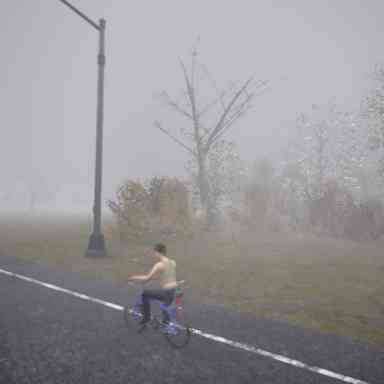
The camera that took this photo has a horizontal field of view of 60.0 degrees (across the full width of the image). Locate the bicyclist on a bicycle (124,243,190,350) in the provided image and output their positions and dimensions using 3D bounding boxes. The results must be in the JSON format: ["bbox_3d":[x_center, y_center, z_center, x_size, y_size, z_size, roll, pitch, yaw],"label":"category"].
[{"bbox_3d":[-0.610,1.654,5.525,1.509,1.612,0.866,-1,-3,38],"label":"bicyclist on a bicycle"}]
